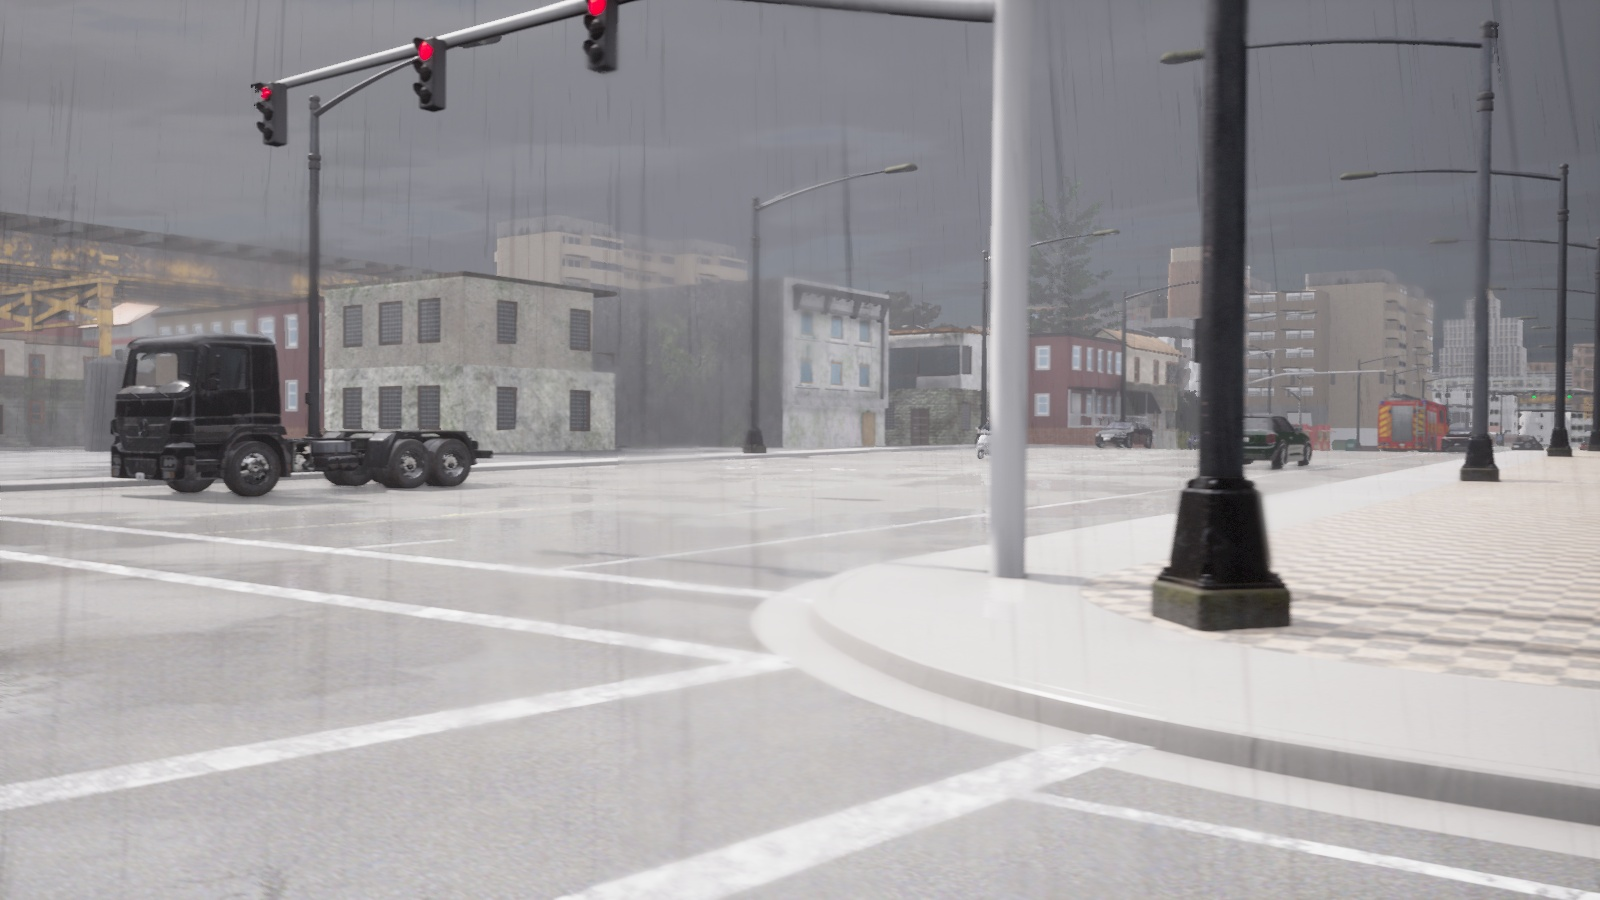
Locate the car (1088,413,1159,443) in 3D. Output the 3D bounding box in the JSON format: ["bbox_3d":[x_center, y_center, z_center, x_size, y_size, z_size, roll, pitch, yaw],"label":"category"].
[{"bbox_3d":[17.569,-1.182,68.024,2.128,1.511,4.902,0,1,36],"label":"car"}]

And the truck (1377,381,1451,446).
[{"bbox_3d":[39.583,-2.241,80.785,2.891,3.827,8.468,0,-1,36],"label":"truck"}]

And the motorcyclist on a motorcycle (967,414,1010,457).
[{"bbox_3d":[7.134,-0.553,47.454,0.866,1.590,1.817,0,2,35],"label":"motorcyclist on a motorcycle"}]

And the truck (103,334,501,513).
[{"bbox_3d":[-10.833,-0.629,28.267,2.891,3.462,7.936,0,2,36],"label":"truck"}]

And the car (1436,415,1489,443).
[{"bbox_3d":[39.231,-1.190,74.262,2.128,1.511,4.902,0,-1,36],"label":"car"}]

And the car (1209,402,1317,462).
[{"bbox_3d":[14.850,-0.611,40.133,2.097,1.767,4.553,0,2,36],"label":"car"}]
